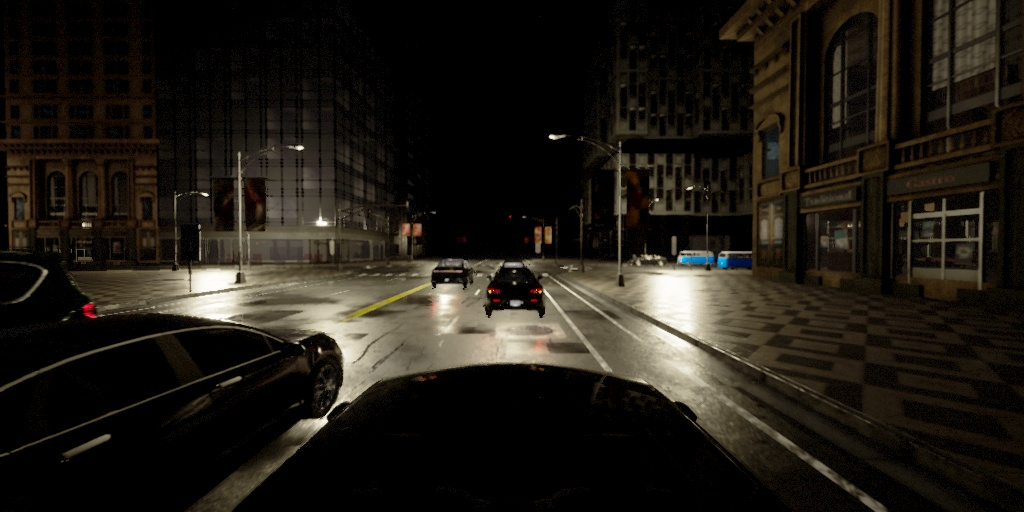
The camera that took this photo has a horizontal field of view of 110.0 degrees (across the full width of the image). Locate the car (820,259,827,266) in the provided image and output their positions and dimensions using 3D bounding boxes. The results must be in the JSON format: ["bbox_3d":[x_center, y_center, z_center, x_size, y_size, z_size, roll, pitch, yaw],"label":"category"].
[{"bbox_3d":[38.312,0.498,41.909,4.403,1.370,2.007,0,0,0],"label":"car"}]

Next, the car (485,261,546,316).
[{"bbox_3d":[0.090,1.091,12.190,1.812,1.442,4.674,0,1,0],"label":"car"}]

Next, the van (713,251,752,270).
[{"bbox_3d":[21.431,0.465,33.442,3.998,1.789,1.690,0,0,0],"label":"van"}]

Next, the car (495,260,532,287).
[{"bbox_3d":[0.083,0.964,21.553,1.994,1.385,4.181,0,1,0],"label":"car"}]

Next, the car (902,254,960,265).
[{"bbox_3d":[38.287,0.528,33.385,4.097,1.591,1.967,0,0,0],"label":"car"}]

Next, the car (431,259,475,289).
[{"bbox_3d":[-3.168,0.923,19.852,2.128,1.511,4.902,0,1,0],"label":"car"}]

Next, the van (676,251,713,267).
[{"bbox_3d":[21.457,0.325,41.966,3.998,1.789,1.690,0,0,0],"label":"van"}]

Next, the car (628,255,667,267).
[{"bbox_3d":[15.839,0.548,41.984,4.403,1.370,2.007,0,0,0],"label":"car"}]

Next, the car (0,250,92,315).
[{"bbox_3d":[-6.600,0.962,2.456,2.150,2.045,5.566,0,1,0],"label":"car"}]

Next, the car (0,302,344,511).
[{"bbox_3d":[-3.152,1.236,2.860,1.837,1.490,4.892,0,1,0],"label":"car"}]
